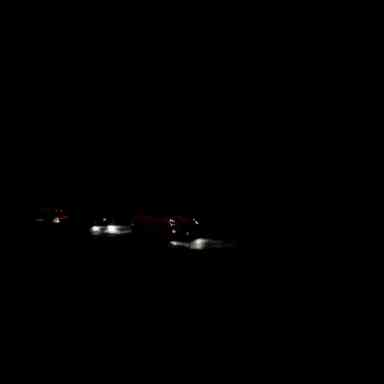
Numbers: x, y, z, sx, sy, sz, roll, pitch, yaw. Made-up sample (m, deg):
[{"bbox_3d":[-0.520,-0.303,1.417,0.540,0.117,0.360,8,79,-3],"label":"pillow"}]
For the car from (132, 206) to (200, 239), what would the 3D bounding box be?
[{"bbox_3d":[-1.584,1.617,19.133,2.097,1.767,4.553,1,-1,-39],"label":"car"}]

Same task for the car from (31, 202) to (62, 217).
[{"bbox_3d":[-16.819,2.016,37.731,1.882,1.535,5.008,1,-1,-39],"label":"car"}]

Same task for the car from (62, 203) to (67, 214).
[{"bbox_3d":[-18.051,2.147,43.848,1.837,1.490,4.892,1,-1,-39],"label":"car"}]

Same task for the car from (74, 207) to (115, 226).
[{"bbox_3d":[-7.904,1.939,26.849,1.994,1.385,4.181,1,-1,-39],"label":"car"}]
